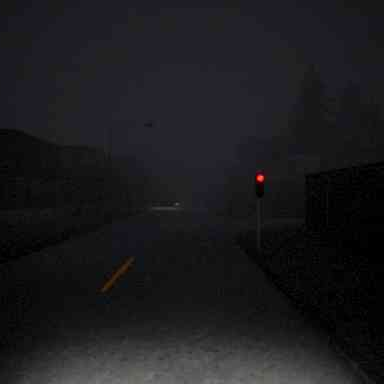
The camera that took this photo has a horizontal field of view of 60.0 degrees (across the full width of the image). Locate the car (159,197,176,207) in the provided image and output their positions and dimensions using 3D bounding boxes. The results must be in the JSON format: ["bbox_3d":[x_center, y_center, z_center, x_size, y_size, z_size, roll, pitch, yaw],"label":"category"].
[{"bbox_3d":[-4.068,1.595,53.029,1.882,1.535,5.008,0,0,0],"label":"car"}]
